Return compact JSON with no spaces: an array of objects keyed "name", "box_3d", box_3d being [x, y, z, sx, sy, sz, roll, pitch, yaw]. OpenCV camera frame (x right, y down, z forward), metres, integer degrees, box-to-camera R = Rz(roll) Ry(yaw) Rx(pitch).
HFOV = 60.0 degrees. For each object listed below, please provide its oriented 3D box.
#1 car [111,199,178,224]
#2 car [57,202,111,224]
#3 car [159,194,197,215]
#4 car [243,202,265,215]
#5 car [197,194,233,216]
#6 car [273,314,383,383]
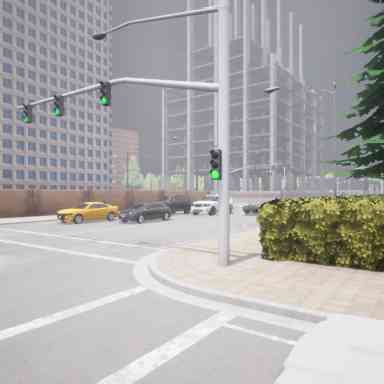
[{"name":"car","box_3d":[-3.561,1.560,25.850,1.837,1.490,4.892,0,0,35]},{"name":"car","box_3d":[-7.950,1.533,25.723,1.882,1.535,5.008,0,0,35]},{"name":"car","box_3d":[-2.180,1.277,33.812,2.150,2.045,5.566,0,0,35]},{"name":"car","box_3d":[7.138,1.656,34.497,1.895,1.301,4.718,0,0,35]},{"name":"car","box_3d":[2.165,1.277,33.860,2.150,2.045,5.566,0,0,36]},{"name":"car","box_3d":[2.861,1.601,1.926,4.718,1.301,1.895,0,0,36]}]
